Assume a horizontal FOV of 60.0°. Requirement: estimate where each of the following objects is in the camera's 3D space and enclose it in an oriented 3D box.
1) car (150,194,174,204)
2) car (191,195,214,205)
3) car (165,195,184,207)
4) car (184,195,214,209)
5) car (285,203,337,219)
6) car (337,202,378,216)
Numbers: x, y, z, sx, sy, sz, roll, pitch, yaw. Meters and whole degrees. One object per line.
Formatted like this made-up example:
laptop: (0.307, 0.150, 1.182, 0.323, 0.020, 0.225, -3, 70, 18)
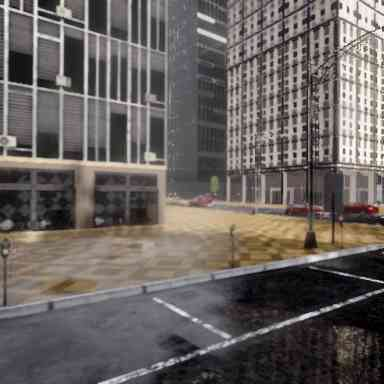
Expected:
car: (-5.189, 1.222, 57.358, 1.882, 1.535, 5.008, 1, 0, -34)
car: (1.771, 1.276, 56.946, 1.967, 1.590, 4.097, 1, 0, -35)
car: (-1.800, 1.359, 47.605, 1.752, 1.417, 4.829, 1, 0, -33)
car: (1.148, 1.475, 43.108, 1.802, 1.307, 4.206, 1, 0, -33)
car: (10.041, 1.653, 29.151, 1.802, 1.307, 4.206, 1, 0, -32)
car: (16.660, 1.713, 33.842, 1.802, 1.307, 4.206, 1, 0, -32)
